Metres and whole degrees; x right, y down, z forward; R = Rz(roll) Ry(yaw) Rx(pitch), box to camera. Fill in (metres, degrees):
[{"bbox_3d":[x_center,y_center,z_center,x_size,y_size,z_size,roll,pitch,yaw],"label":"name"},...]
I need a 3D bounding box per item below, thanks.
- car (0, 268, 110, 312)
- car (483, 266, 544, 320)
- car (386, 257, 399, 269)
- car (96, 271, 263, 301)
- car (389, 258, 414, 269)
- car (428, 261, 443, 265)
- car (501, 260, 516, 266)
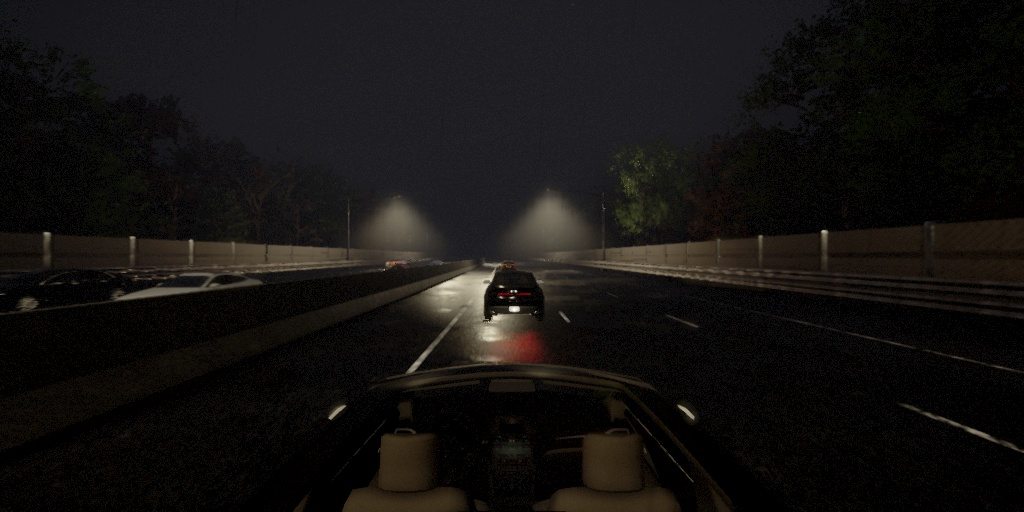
[{"bbox_3d":[-17.653,1.260,13.845,1.837,1.490,4.892,0,0,0],"label":"car"},{"bbox_3d":[0.054,1.257,12.581,1.837,1.490,4.892,0,0,0],"label":"car"},{"bbox_3d":[-18.436,1.110,56.921,2.097,1.767,4.553,0,0,-1],"label":"car"},{"bbox_3d":[-10.656,1.280,12.349,1.812,1.442,4.674,0,0,0],"label":"car"},{"bbox_3d":[-14.721,1.323,48.653,1.994,1.385,4.181,0,0,-1],"label":"car"},{"bbox_3d":[-11.359,1.360,53.886,1.895,1.301,4.718,0,0,-1],"label":"car"},{"bbox_3d":[-0.422,1.216,43.861,1.801,1.575,5.366,0,0,-1],"label":"car"}]
